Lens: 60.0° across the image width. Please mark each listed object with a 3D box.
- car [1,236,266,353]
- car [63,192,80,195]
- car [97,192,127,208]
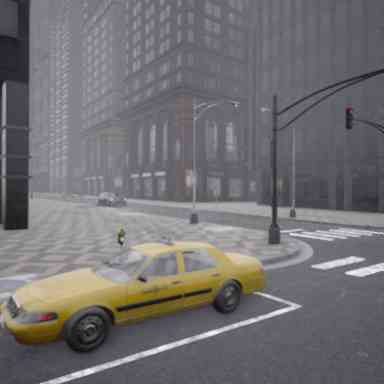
[{"bbox_3d":[-0.723,1.539,6.135,4.829,1.417,1.752,0,0,-36],"label":"car"},{"bbox_3d":[-18.390,0.329,50.624,2.128,1.511,4.902,0,1,-36],"label":"car"},{"bbox_3d":[-9.074,0.777,37.594,2.097,1.767,4.553,0,1,-36],"label":"car"}]
